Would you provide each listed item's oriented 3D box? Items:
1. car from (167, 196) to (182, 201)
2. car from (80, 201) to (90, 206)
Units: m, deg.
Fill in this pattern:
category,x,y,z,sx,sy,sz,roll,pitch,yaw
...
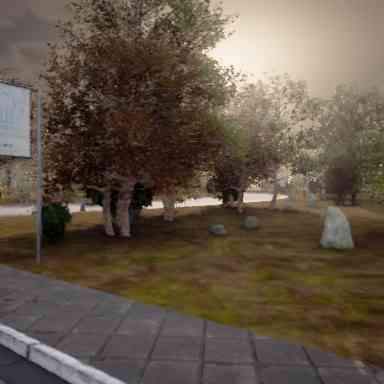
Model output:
category,x,y,z,sx,sy,sz,roll,pitch,yaw
car,-3.728,1.034,61.294,2.128,1.511,4.902,0,1,35
car,-13.719,1.396,47.980,1.895,1.301,4.718,0,0,38
